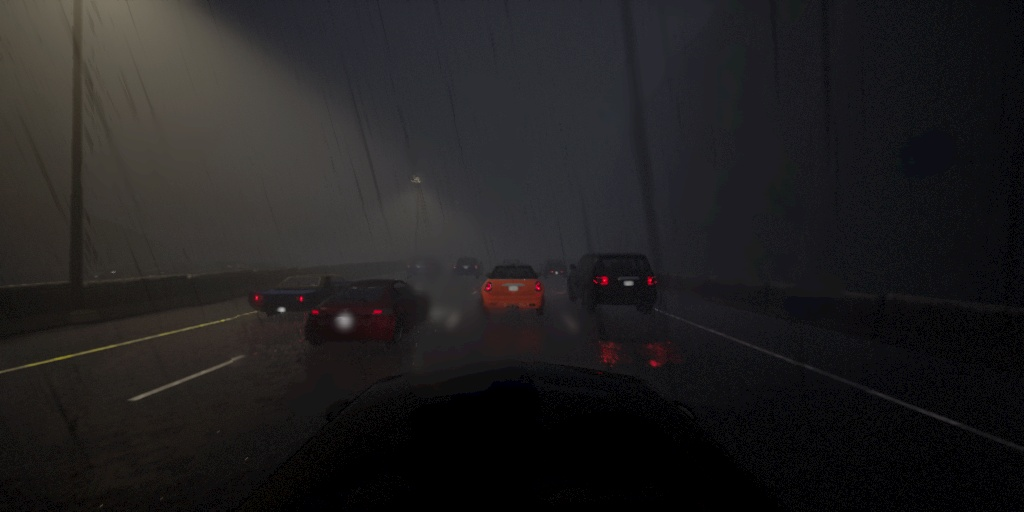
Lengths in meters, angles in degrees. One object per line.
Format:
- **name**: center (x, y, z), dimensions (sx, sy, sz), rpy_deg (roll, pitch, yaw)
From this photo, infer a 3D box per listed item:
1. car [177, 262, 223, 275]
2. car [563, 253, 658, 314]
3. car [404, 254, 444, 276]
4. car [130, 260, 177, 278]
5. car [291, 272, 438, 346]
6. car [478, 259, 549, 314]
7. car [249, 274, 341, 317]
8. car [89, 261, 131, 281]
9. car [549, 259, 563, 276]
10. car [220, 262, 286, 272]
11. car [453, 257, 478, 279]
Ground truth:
- **car**: center (-21.231, 1.137, 26.664), dimensions (2.033, 1.411, 5.357), rpy_deg (0, 1, 0)
- **car**: center (3.539, 0.904, 13.591), dimensions (2.150, 2.045, 5.566), rpy_deg (0, 0, 0)
- **car**: center (-7.052, 0.882, 29.696), dimensions (2.097, 1.767, 4.553), rpy_deg (0, 1, 0)
- **car**: center (-24.727, 1.161, 26.427), dimensions (1.994, 1.385, 4.181), rpy_deg (0, 1, 0)
- **car**: center (-3.446, 1.285, 9.374), dimensions (1.994, 1.385, 4.181), rpy_deg (0, 0, 0)
- **car**: center (0.038, 1.040, 13.524), dimensions (2.097, 1.767, 4.553), rpy_deg (0, 0, 0)
- **car**: center (-6.958, 1.303, 13.021), dimensions (1.895, 1.301, 4.718), rpy_deg (0, 0, 0)
- **car**: center (-28.228, 1.089, 26.793), dimensions (2.128, 1.511, 4.902), rpy_deg (0, 1, 0)
- **car**: center (3.446, 1.015, 30.150), dimensions (1.837, 1.490, 4.892), rpy_deg (0, 1, 0)
- **car**: center (-17.724, 1.198, 25.513), dimensions (1.895, 1.301, 4.718), rpy_deg (0, 1, 0)
- **car**: center (-3.553, 0.877, 29.703), dimensions (2.097, 1.767, 4.553), rpy_deg (0, 1, 0)
